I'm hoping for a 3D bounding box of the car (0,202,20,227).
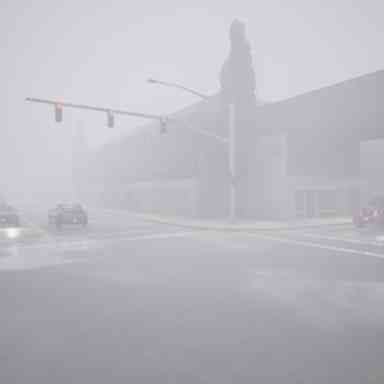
[{"bbox_3d":[-13.063,1.619,22.869,1.994,1.385,4.181,0,0,-31],"label":"car"}]

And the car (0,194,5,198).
[{"bbox_3d":[-25.746,1.330,43.937,2.150,2.045,5.566,0,0,-31],"label":"car"}]

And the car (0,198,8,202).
[{"bbox_3d":[-18.256,1.581,31.433,1.837,1.490,4.892,0,0,-31],"label":"car"}]

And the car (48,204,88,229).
[{"bbox_3d":[-8.300,1.532,22.113,2.128,1.511,4.902,0,0,-31],"label":"car"}]

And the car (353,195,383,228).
[{"bbox_3d":[12.426,1.200,20.708,5.566,2.045,2.150,0,0,-32],"label":"car"}]
